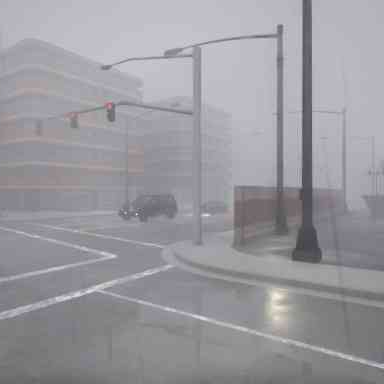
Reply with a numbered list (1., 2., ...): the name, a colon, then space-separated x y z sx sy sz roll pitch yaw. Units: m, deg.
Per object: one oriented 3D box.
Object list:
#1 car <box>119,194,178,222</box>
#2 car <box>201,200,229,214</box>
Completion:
1. car: -3.440 1.221 27.305 2.150 2.045 5.566 0 0 35
2. car: 2.216 1.564 35.518 1.994 1.385 4.181 0 0 35
